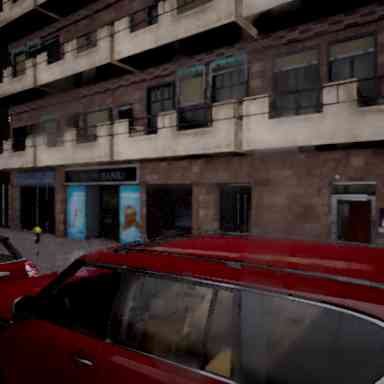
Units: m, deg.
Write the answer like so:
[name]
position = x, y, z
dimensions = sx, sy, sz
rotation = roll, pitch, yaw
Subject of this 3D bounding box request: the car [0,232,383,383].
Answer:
[car]
position = -0.121, 1.314, 2.958
dimensions = 5.009, 1.841, 2.192
rotation = 0, 0, 36
